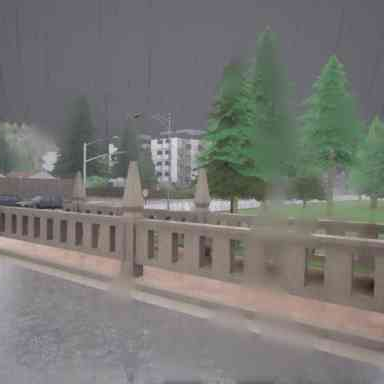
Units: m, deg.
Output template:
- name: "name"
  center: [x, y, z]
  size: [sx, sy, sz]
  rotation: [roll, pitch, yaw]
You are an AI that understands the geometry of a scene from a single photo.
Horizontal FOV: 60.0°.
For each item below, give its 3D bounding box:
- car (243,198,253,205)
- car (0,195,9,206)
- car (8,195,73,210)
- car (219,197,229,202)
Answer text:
- name: "car"
  center: [9.151, 1.135, 49.770]
  size: [2.128, 1.511, 4.902]
  rotation: [1, 1, 38]
- name: "car"
  center: [-17.842, 0.973, 31.726]
  size: [2.033, 1.411, 5.357]
  rotation: [1, 1, 37]
- name: "car"
  center: [-13.787, 1.041, 31.267]
  size: [2.033, 1.411, 5.357]
  rotation: [1, 1, 38]
- name: "car"
  center: [6.254, 1.179, 51.747]
  size: [1.895, 1.301, 4.718]
  rotation: [1, 1, 38]
